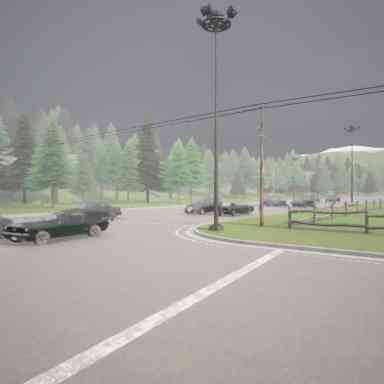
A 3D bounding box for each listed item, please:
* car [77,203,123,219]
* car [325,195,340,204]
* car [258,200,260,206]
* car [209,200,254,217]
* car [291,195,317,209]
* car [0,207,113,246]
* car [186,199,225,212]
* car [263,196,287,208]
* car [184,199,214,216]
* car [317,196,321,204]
[{"bbox_3d":[-7.891,1.548,26.215,2.033,1.411,5.357,0,0,33],"label":"car"},{"bbox_3d":[25.426,1.306,60.104,1.837,1.490,4.892,0,0,36],"label":"car"},{"bbox_3d":[12.633,1.478,54.689,1.882,1.535,5.008,0,0,37],"label":"car"},{"bbox_3d":[3.933,1.601,31.089,1.895,1.301,4.718,0,0,36],"label":"car"},{"bbox_3d":[15.498,1.477,46.793,1.882,1.535,5.008,0,0,36],"label":"car"},{"bbox_3d":[-6.180,1.601,15.541,1.895,1.301,4.718,0,0,30],"label":"car"},{"bbox_3d":[1.746,1.547,39.945,2.033,1.411,5.357,0,0,36],"label":"car"},{"bbox_3d":[12.320,1.526,48.365,1.812,1.442,4.674,0,0,36],"label":"car"},{"bbox_3d":[1.176,1.488,33.247,2.128,1.511,4.902,0,0,36],"label":"car"},{"bbox_3d":[22.609,1.418,62.181,1.837,1.490,4.892,0,0,36],"label":"car"}]
